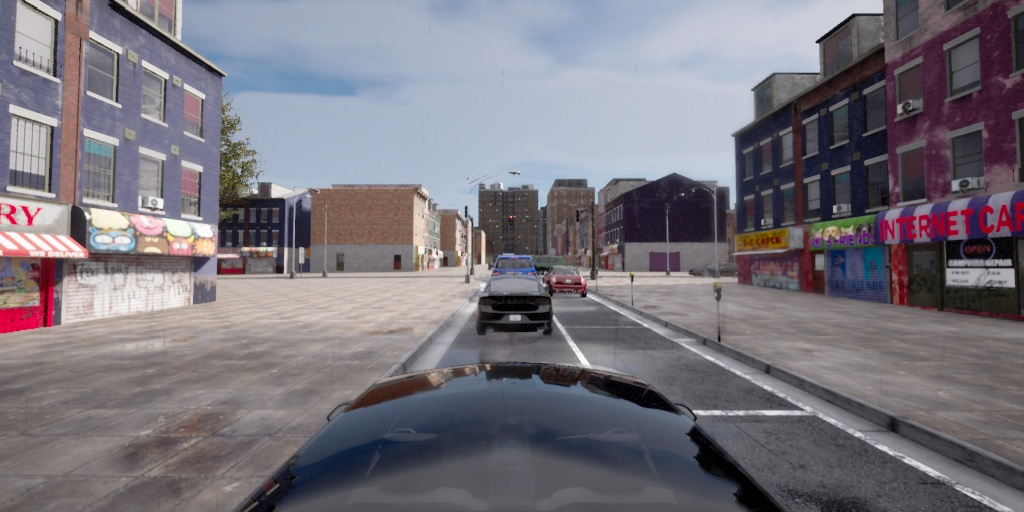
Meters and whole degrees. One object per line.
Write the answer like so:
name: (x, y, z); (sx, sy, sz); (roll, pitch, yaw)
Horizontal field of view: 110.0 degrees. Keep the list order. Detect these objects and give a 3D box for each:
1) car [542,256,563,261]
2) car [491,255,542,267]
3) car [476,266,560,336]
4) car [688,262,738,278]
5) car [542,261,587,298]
car: (2.336, 1.048, 33.716); (5.566, 2.045, 2.150); (0, -2, 1)
car: (0.089, 0.991, 18.117); (2.150, 2.045, 5.566); (0, 0, 0)
car: (0.047, 1.234, 10.504); (1.882, 1.535, 5.008); (0, 0, -1)
car: (19.164, 1.324, 33.601); (4.892, 1.490, 1.837); (0, -2, 0)
car: (2.638, 1.210, 18.802); (1.967, 1.591, 4.097); (0, 0, 0)
